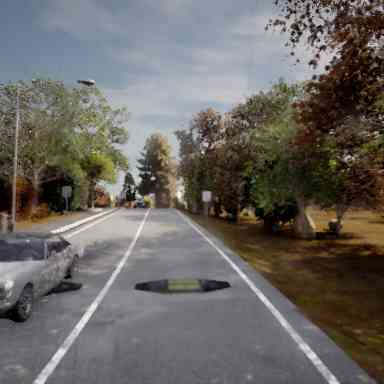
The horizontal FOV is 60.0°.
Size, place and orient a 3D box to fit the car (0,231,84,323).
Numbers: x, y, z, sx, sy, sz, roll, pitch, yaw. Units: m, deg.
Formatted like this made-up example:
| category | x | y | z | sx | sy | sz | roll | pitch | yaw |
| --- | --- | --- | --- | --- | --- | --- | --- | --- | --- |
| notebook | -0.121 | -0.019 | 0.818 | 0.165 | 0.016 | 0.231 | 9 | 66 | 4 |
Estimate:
| category | x | y | z | sx | sy | sz | roll | pitch | yaw |
| --- | --- | --- | --- | --- | --- | --- | --- | --- | --- |
| car | -3.903 | 1.619 | 7.341 | 1.895 | 1.301 | 4.718 | 1 | 0 | -4 |

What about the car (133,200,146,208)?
| category | x | y | z | sx | sy | sz | roll | pitch | yaw |
| --- | --- | --- | --- | --- | --- | --- | --- | --- | --- |
| car | -8.854 | 2.134 | 56.887 | 1.994 | 1.385 | 4.181 | 0 | -3 | -6 |
